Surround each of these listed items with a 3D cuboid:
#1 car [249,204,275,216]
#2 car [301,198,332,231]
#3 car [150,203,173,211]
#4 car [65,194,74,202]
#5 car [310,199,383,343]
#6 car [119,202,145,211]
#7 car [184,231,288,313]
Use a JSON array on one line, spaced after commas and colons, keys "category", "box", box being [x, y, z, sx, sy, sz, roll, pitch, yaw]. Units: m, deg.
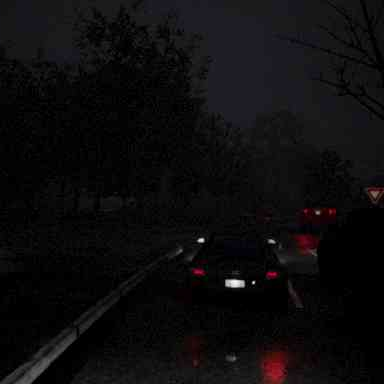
[{"category": "car", "box": [8.932, 2.284, 42.458, 1.812, 1.442, 4.674, 0, -2, -13]}, {"category": "car", "box": [8.683, 1.469, 22.388, 2.150, 2.045, 5.566, -1, -3, 25]}, {"category": "car", "box": [-4.925, 2.616, 56.039, 4.674, 1.442, 1.812, -1, -2, 25]}, {"category": "car", "box": [-32.349, 1.914, 85.700, 1.946, 1.575, 5.366, 0, 2, -12]}, {"category": "car", "box": [4.036, 1.233, 6.230, 2.150, 2.045, 5.566, 0, -1, 7]}, {"category": "car", "box": [-10.691, 2.529, 59.655, 4.553, 1.767, 2.097, 0, -1, -2]}, {"category": "car", "box": [1.031, 1.599, 7.861, 1.994, 1.385, 4.181, 0, 0, 8]}]
